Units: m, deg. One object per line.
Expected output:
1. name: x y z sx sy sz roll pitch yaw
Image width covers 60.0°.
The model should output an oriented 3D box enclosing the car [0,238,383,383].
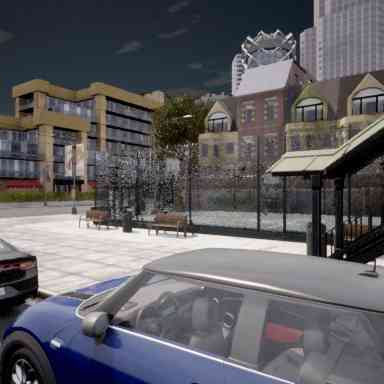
1. car: 0.148 1.354 3.198 4.553 1.767 2.185 0 0 35
